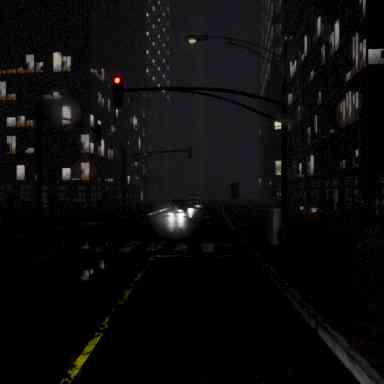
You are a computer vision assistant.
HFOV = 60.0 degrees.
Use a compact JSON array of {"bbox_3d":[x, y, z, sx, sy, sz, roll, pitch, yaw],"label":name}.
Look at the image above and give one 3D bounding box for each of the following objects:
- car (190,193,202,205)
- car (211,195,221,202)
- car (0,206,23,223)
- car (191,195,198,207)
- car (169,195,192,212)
[{"bbox_3d":[0.514,1.158,59.015,2.150,2.045,5.566,0,0,7],"label":"car"},{"bbox_3d":[5.276,1.380,71.437,1.882,1.535,5.008,0,0,8],"label":"car"},{"bbox_3d":[-16.549,1.854,27.985,4.403,1.369,2.008,-1,1,10],"label":"car"},{"bbox_3d":[-0.723,1.559,47.810,1.895,1.301,4.718,0,0,6],"label":"car"},{"bbox_3d":[-1.530,1.464,38.530,2.128,1.511,4.902,0,0,5],"label":"car"}]
